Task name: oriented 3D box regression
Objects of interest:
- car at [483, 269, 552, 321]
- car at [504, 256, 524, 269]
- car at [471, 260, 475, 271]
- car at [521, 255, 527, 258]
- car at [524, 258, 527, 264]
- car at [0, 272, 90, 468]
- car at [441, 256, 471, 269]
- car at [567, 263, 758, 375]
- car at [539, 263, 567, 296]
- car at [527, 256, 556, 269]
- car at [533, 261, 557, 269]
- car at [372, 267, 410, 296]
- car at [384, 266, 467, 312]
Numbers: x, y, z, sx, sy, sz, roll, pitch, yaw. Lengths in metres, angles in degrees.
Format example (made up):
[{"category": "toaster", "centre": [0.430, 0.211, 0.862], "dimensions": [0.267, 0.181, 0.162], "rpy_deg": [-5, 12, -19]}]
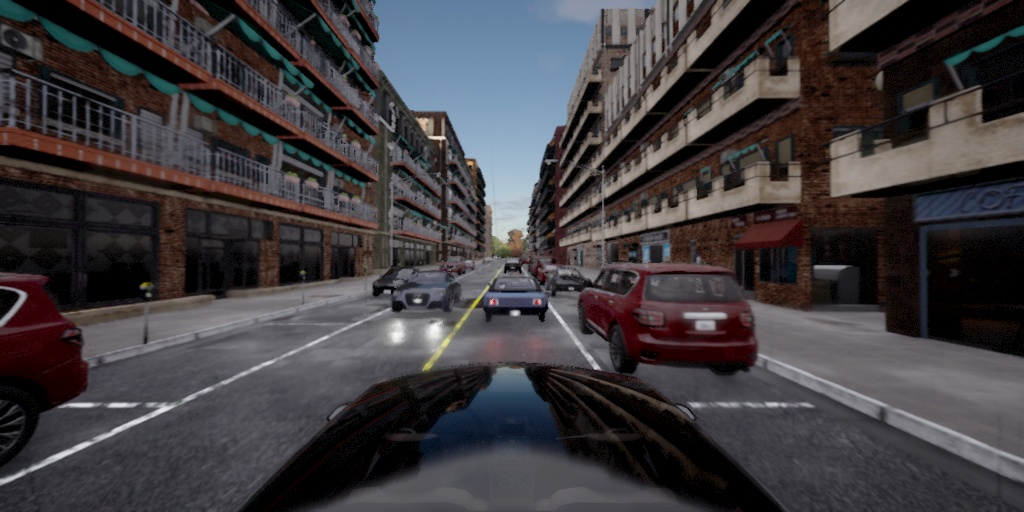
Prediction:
[{"category": "car", "centre": [0.099, 1.313, 12.292], "dimensions": [1.895, 1.301, 4.718], "rpy_deg": [0, 0, 0]}, {"category": "car", "centre": [0.088, 1.090, 40.634], "dimensions": [1.882, 1.535, 5.008], "rpy_deg": [0, 0, 0]}, {"category": "car", "centre": [-5.702, 1.174, 46.408], "dimensions": [1.802, 1.307, 4.207], "rpy_deg": [0, 0, 0]}, {"category": "car", "centre": [2.674, 0.851, 63.081], "dimensions": [2.192, 1.841, 5.009], "rpy_deg": [0, 0, 0]}, {"category": "car", "centre": [2.681, 1.177, 40.809], "dimensions": [1.948, 1.339, 4.313], "rpy_deg": [0, 0, 0]}, {"category": "car", "centre": [-5.690, 1.064, 1.865], "dimensions": [2.192, 1.841, 5.009], "rpy_deg": [0, 0, 0]}, {"category": "car", "centre": [-5.699, 0.945, 35.272], "dimensions": [2.192, 1.841, 5.009], "rpy_deg": [0, 0, 0]}, {"category": "car", "centre": [2.690, 1.044, 7.402], "dimensions": [2.192, 1.841, 5.009], "rpy_deg": [0, 0, 0]}, {"category": "car", "centre": [2.687, 1.240, 18.538], "dimensions": [2.007, 1.370, 4.403], "rpy_deg": [0, 0, 0]}, {"category": "car", "centre": [2.683, 0.965, 29.673], "dimensions": [2.192, 1.841, 5.009], "rpy_deg": [0, 0, 0]}, {"category": "car", "centre": [2.685, 1.215, 24.105], "dimensions": [1.888, 1.381, 4.507], "rpy_deg": [0, 0, 0]}, {"category": "car", "centre": [-5.694, 1.255, 18.570], "dimensions": [1.948, 1.339, 4.313], "rpy_deg": [0, 0, 0]}, {"category": "car", "centre": [-3.099, 1.270, 13.755], "dimensions": [1.994, 1.385, 4.181], "rpy_deg": [0, 0, 0]}]
